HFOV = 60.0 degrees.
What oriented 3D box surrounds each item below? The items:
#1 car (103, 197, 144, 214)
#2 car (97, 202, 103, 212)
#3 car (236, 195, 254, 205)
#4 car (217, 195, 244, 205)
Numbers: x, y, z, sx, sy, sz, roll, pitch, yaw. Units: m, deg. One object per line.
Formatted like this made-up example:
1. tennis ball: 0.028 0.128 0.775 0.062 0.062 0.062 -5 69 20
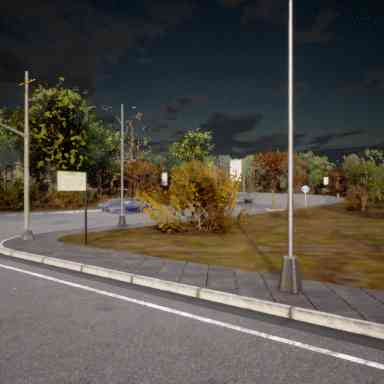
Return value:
1. car: -6.580 1.523 34.843 1.812 1.442 4.674 0 0 39
2. car: -8.570 1.348 37.954 2.097 1.767 4.553 0 0 39
3. car: 8.133 1.270 53.148 2.128 1.511 4.902 0 1 39
4. car: 6.689 1.286 56.936 2.033 1.411 5.357 0 1 38
